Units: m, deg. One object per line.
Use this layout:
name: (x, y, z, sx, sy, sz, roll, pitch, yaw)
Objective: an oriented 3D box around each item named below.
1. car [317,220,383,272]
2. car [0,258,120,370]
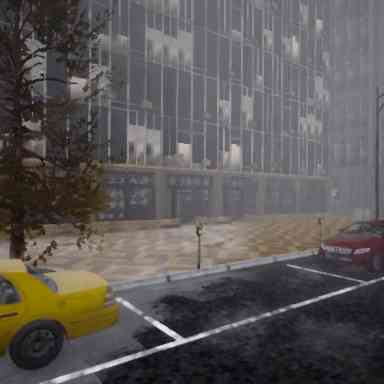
car: (5.819, 1.582, 10.702, 4.206, 1.307, 1.802, 0, 1, -35)
car: (-3.372, 1.523, 4.145, 4.829, 1.417, 1.752, 0, 1, -35)
